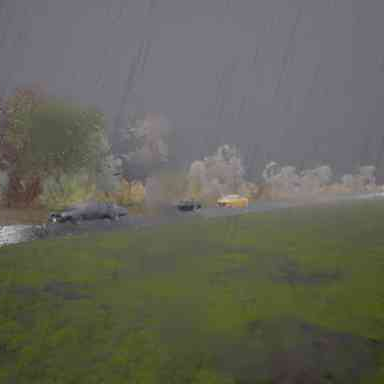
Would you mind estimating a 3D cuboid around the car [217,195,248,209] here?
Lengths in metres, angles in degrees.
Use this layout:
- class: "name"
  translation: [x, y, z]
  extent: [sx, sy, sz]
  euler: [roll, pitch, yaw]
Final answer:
- class: "car"
  translation: [4.705, 1.085, 38.543]
  extent: [1.882, 1.535, 5.008]
  euler: [1, 1, 36]

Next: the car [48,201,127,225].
- class: "car"
  translation: [-6.914, 1.322, 22.683]
  extent: [2.033, 1.411, 5.357]
  euler: [1, 1, 36]

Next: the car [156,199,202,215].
- class: "car"
  translation: [-1.152, 1.294, 30.559]
  extent: [1.895, 1.301, 4.718]
  euler: [1, 1, 36]
